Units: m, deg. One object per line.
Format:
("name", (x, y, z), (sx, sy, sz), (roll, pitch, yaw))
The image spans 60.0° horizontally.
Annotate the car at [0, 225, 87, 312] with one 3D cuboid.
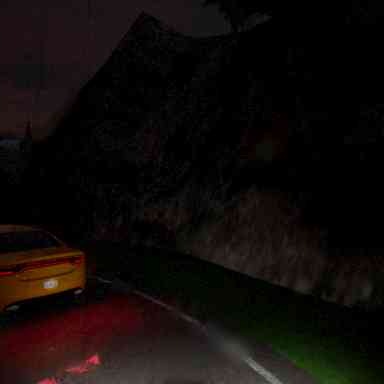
("car", (-4.347, 1.478, 7.518), (5.008, 1.535, 1.882), (0, 0, 42))
